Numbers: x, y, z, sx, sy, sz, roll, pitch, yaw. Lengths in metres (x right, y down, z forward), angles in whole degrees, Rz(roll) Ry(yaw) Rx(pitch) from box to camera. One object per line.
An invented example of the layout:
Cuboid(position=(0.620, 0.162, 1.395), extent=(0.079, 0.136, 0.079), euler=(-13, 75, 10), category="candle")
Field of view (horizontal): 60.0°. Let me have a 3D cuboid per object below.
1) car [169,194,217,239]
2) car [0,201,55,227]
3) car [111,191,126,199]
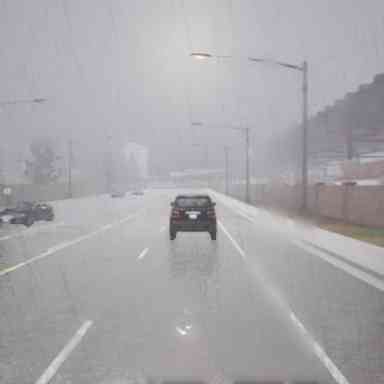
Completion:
Cuboid(position=(0.056, 1.116, 16.789), extent=(2.150, 2.045, 5.566), euler=(0, 0, 0), category="car")
Cuboid(position=(-10.529, 1.338, 21.331), extent=(2.128, 1.511, 4.902), euler=(0, 1, 0), category="car")
Cuboid(position=(-13.773, 0.518, 62.330), extent=(2.033, 1.411, 5.357), euler=(0, 2, 0), category="car")
